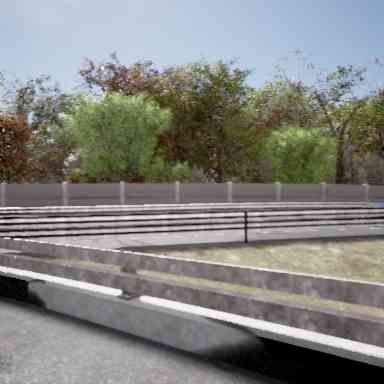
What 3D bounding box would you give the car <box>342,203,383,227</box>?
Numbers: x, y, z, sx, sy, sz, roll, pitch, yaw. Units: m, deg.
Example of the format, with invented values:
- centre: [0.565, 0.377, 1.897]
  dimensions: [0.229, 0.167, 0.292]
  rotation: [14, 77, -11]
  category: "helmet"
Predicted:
- centre: [12.616, 1.458, 22.537]
  dimensions: [5.008, 1.535, 1.882]
  rotation: [0, 0, -15]
  category: "car"
